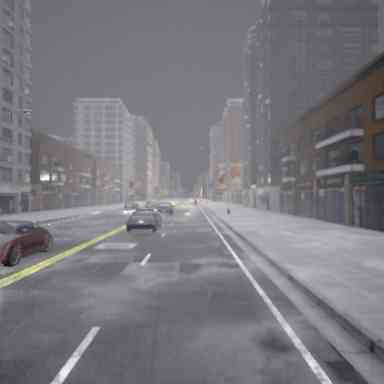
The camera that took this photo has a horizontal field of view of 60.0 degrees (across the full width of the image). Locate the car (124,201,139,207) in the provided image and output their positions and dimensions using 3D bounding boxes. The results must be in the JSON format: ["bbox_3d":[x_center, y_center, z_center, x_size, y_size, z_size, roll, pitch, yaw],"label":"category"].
[{"bbox_3d":[-9.824,2.149,54.270,2.128,1.511,4.902,0,-1,1],"label":"car"}]

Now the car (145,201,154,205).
[{"bbox_3d":[-6.576,2.151,54.408,2.128,1.511,4.902,0,-1,0],"label":"car"}]

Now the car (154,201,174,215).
[{"bbox_3d":[-3.171,2.016,40.348,1.812,1.442,4.674,0,-1,0],"label":"car"}]

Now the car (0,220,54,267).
[{"bbox_3d":[-6.604,1.707,11.814,1.994,1.385,4.181,0,-1,0],"label":"car"}]

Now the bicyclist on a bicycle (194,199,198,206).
[{"bbox_3d":[0.857,2.283,69.568,0.866,1.612,1.509,0,-1,0],"label":"bicyclist on a bicycle"}]

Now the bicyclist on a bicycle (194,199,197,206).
[{"bbox_3d":[0.855,2.409,78.523,0.582,1.620,1.656,0,-1,0],"label":"bicyclist on a bicycle"}]

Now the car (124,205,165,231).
[{"bbox_3d":[-3.163,1.838,22.607,1.994,1.385,4.181,0,-1,0],"label":"car"}]
